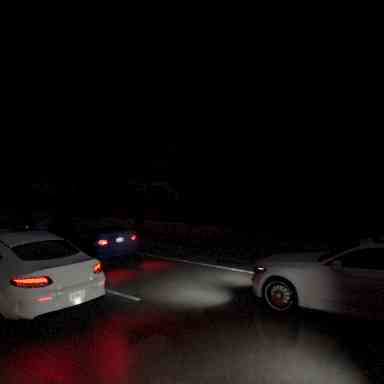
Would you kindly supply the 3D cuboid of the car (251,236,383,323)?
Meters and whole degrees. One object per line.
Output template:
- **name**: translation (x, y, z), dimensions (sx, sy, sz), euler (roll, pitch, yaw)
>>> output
- **car**: translation (3.356, 1.524, 5.898), dimensions (4.674, 1.442, 1.812), euler (0, 0, 36)

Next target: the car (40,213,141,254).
- **car**: translation (-4.168, 1.428, 11.322), dimensions (5.357, 1.411, 2.033), euler (1, 1, 36)

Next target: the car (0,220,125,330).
- **car**: translation (-3.696, 1.453, 6.663), dimensions (4.674, 1.442, 1.812), euler (1, 1, 36)
